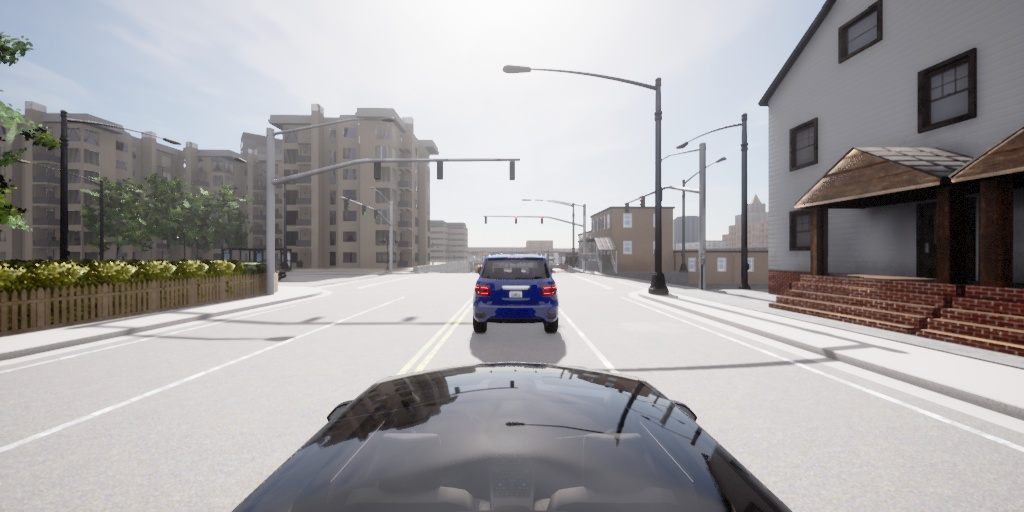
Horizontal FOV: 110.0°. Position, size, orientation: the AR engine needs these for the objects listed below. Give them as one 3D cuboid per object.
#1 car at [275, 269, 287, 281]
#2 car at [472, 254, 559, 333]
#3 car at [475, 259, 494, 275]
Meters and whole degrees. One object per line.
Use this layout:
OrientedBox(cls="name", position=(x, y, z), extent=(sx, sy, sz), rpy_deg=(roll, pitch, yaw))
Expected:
OrientedBox(cls="car", position=(-20.346, 1.249, 28.079), extent=(4.892, 1.490, 1.837), rpy_deg=(0, 0, 1))
OrientedBox(cls="car", position=(0.101, 0.969, 10.877), extent=(2.150, 2.045, 5.566), rpy_deg=(0, 0, 0))
OrientedBox(cls="car", position=(-3.561, 1.495, 46.897), extent=(2.097, 1.767, 4.553), rpy_deg=(1, -5, 0))
